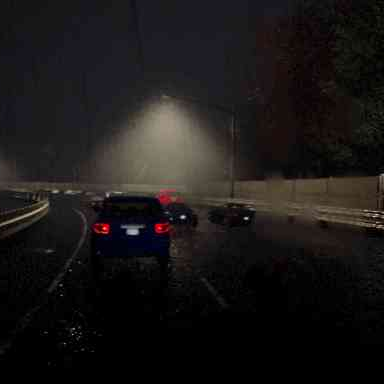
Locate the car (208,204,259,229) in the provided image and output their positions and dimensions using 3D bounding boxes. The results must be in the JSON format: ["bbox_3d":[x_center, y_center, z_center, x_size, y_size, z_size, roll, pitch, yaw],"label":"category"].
[{"bbox_3d":[2.448,1.410,20.501,1.994,1.385,4.181,1,1,-17],"label":"car"}]

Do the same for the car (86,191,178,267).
[{"bbox_3d":[-2.096,1.074,11.118,2.150,2.045,5.566,1,1,-13],"label":"car"}]

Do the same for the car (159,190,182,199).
[{"bbox_3d":[-2.759,0.830,35.091,2.150,2.045,5.566,1,1,-22],"label":"car"}]

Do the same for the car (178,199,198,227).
[{"bbox_3d":[-1.096,1.344,20.488,1.994,1.385,4.181,1,1,-17],"label":"car"}]

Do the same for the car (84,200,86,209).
[{"bbox_3d":[-9.168,1.068,31.935,2.033,1.411,5.357,1,1,-24],"label":"car"}]

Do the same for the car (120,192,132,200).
[{"bbox_3d":[-12.483,0.720,63.275,1.994,1.385,4.181,1,1,-7],"label":"car"}]
